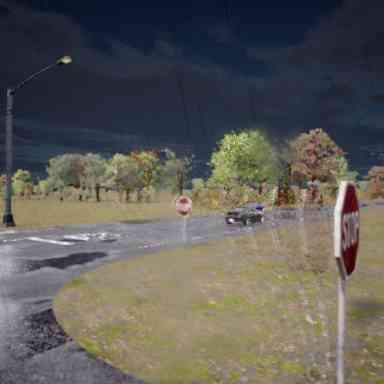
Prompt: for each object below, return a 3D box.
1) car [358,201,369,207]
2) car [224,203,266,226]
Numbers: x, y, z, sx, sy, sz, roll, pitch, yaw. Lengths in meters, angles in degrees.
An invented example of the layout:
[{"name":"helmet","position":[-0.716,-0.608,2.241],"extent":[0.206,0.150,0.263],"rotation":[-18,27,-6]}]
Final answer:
[{"name":"car","position":[37.380,2.583,72.915],"extent":[1.994,1.385,4.181],"rotation":[0,-1,36]},{"name":"car","position":[4.492,1.971,27.812],"extent":[1.837,1.490,4.892],"rotation":[0,-1,36]}]
